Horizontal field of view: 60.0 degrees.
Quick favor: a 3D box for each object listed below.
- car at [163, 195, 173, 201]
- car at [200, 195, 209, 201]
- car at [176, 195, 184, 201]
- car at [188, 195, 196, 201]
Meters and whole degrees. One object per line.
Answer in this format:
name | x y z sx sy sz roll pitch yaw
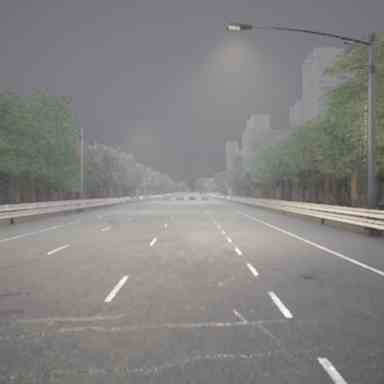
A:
car | -6.953 1.667 90.726 2.128 1.511 4.902 0 0 0
car | 3.547 1.680 90.719 2.033 1.411 5.357 0 0 0
car | -3.453 1.696 91.139 1.994 1.385 4.181 0 0 0
car | 0.047 1.618 90.721 1.882 1.535 5.008 0 0 0
